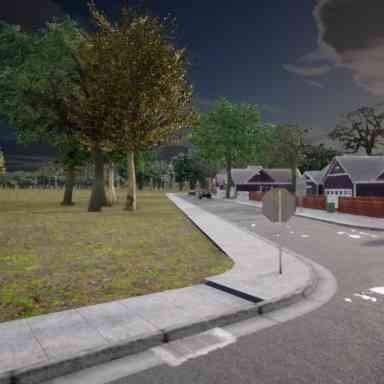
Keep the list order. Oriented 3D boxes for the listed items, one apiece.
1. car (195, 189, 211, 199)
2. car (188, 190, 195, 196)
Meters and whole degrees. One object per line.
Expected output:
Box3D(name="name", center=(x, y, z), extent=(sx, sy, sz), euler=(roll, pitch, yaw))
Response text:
Box3D(name="car", center=(2.449, 0.382, 65.503), extent=(2.150, 2.045, 5.566), euler=(-1, 1, -6))
Box3D(name="car", center=(-0.043, 0.221, 90.128), extent=(1.882, 1.535, 5.008), euler=(-1, 1, -6))
